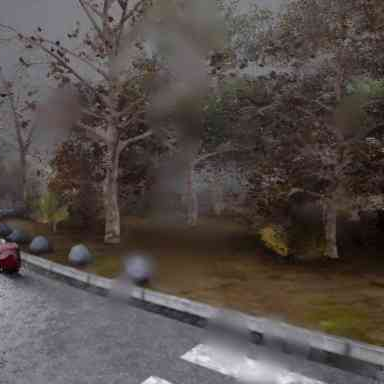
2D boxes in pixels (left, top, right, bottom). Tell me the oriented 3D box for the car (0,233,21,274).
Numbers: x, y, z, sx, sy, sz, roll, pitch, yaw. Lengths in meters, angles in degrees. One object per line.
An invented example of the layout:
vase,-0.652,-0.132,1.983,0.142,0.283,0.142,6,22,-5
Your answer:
car,-6.574,1.565,9.567,4.181,1.385,1.994,0,0,44
